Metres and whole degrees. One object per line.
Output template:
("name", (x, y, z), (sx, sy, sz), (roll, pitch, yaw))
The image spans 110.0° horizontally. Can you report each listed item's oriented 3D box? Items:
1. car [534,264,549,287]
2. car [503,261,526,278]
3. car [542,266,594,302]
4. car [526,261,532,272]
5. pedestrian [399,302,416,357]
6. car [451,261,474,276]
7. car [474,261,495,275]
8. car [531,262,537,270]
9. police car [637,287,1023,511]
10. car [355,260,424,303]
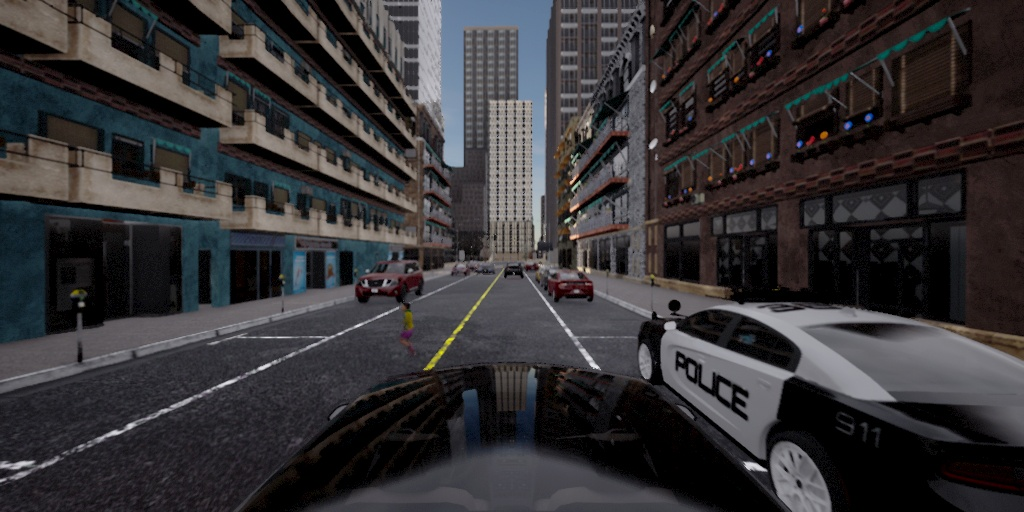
("car", (2.735, 1.381, 22.792), (2.007, 1.370, 4.403), (0, 0, 0))
("car", (0.169, 1.384, 35.785), (1.837, 1.490, 4.892), (0, -1, 0))
("car", (2.723, 1.354, 17.269), (1.888, 1.381, 4.507), (0, 0, 0))
("car", (2.797, 1.484, 50.409), (1.888, 1.381, 4.507), (0, 0, 0))
("pedestrian", (-2.061, 1.444, 7.153), (0.500, 1.100, 0.500), (-1, 0, 0))
("car", (-5.609, 1.477, 39.395), (1.802, 1.307, 4.207), (0, 0, 0))
("car", (-3.006, 1.469, 42.062), (1.994, 1.385, 4.181), (0, 0, 0))
("car", (2.748, 1.377, 28.485), (1.751, 1.417, 4.829), (0, 0, 0))
("police car", (3.004, 1.185, 4.138), (1.930, 1.638, 5.238), (0, 0, 0))
("car", (-5.659, 1.123, 17.301), (2.192, 1.841, 5.009), (0, 0, 0))
